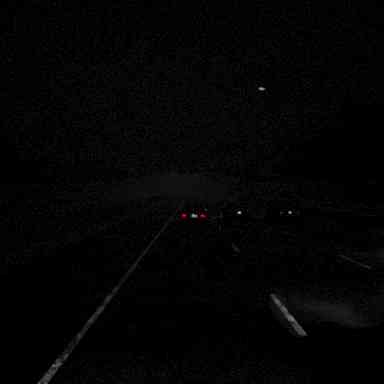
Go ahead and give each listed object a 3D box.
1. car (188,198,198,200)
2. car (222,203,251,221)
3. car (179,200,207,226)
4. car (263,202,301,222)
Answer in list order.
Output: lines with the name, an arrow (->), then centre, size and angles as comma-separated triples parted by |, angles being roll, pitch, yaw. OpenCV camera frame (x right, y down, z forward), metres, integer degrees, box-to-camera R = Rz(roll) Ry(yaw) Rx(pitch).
car -> 0.083, 1.466, 41.586 | 1.994, 1.385, 4.181 | 0, 0, 0
car -> 3.587, 1.547, 27.226 | 1.994, 1.385, 4.181 | 0, 0, 0
car -> 0.089, 1.539, 23.294 | 2.033, 1.411, 5.357 | 0, 0, 0
car -> 7.088, 1.533, 26.564 | 2.033, 1.411, 5.357 | 0, 0, 0
